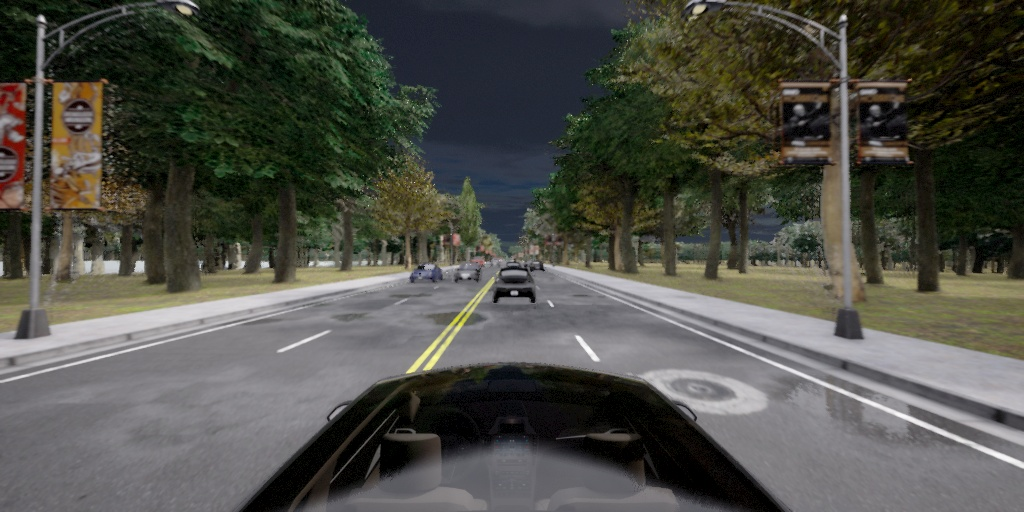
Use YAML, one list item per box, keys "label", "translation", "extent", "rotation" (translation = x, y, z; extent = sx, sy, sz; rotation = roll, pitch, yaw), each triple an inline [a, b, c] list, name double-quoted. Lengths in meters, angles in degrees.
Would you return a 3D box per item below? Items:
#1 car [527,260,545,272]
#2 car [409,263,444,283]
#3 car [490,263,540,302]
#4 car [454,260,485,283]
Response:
- label: "car"
  translation: [3.362, 1.360, 48.886]
  extent: [1.812, 1.442, 4.674]
  rotation: [0, 0, 0]
- label: "car"
  translation: [-6.590, 1.311, 28.069]
  extent: [1.812, 1.442, 4.674]
  rotation: [0, 0, 0]
- label: "car"
  translation: [0.102, 1.271, 16.984]
  extent: [1.837, 1.490, 4.892]
  rotation: [0, 0, 0]
- label: "car"
  translation: [-3.341, 1.277, 28.054]
  extent: [2.128, 1.511, 4.902]
  rotation: [0, 0, 0]
